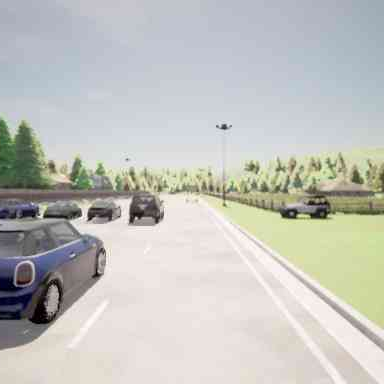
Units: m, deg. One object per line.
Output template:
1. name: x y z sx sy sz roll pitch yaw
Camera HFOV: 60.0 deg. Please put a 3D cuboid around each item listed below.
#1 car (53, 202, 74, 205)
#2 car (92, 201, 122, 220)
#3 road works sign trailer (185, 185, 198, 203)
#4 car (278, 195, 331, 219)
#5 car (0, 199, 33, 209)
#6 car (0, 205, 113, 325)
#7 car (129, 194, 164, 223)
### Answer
1. car: -10.399 1.526 27.123 1.994 1.385 4.181 0 0 0
2. car: -6.898 1.468 26.580 1.837 1.490 4.892 0 0 0
3. road works sign trailer: 0.007 0.370 67.110 2.380 3.560 2.880 0 0 0
4. car: 8.924 1.175 26.314 3.866 1.878 1.905 0 0 0
5. car: -13.899 1.316 26.227 2.097 1.767 4.553 0 0 0
6. car: -3.403 1.343 7.268 2.097 1.767 4.553 0 0 0
7. car: -3.398 1.186 25.555 2.150 2.045 5.566 0 0 0
